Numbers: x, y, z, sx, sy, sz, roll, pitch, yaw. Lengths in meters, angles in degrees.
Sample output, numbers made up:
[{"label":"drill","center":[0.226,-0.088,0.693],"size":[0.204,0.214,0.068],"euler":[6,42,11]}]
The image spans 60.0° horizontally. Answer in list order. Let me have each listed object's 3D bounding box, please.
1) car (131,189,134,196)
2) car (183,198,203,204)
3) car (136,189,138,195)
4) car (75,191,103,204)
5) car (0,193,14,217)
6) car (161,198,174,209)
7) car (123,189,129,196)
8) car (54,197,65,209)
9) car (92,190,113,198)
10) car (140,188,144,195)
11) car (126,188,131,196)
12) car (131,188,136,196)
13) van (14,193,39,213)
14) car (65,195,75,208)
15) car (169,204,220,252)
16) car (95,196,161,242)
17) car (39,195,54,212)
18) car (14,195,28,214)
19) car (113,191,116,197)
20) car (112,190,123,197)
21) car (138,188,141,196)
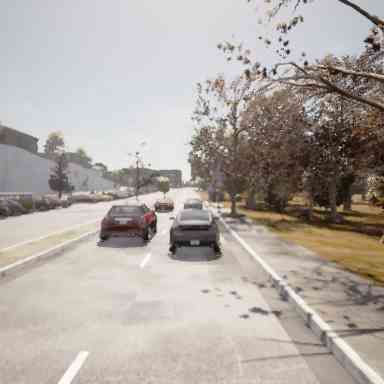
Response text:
[{"label":"car","center":[-16.833,0.683,78.823],"size":[4.674,1.452,2.002],"euler":[-1,1,-20]},{"label":"car","center":[0.098,1.317,32.219],"size":[2.033,1.411,5.357],"euler":[0,1,0]},{"label":"car","center":[-16.830,0.536,84.821],"size":[4.674,1.452,2.002],"euler":[-1,1,-20]},{"label":"car","center":[-16.820,1.088,51.804],"size":[4.792,1.488,2.163],"euler":[-1,0,-20]},{"label":"car","center":[-16.839,1.087,24.862],"size":[5.566,2.045,2.435],"euler":[-1,0,-20]},{"label":"car","center":[-2.902,1.327,35.733],"size":[1.895,1.301,4.718],"euler":[0,1,0]},{"label":"car","center":[-16.664,0.815,69.872],"size":[5.366,1.575,1.946],"euler":[-1,1,-20]},{"label":"car","center":[-16.849,1.255,36.780],"size":[4.674,1.452,2.002],"euler":[-1,1,-20]},{"label":"car","center":[-17.014,0.994,57.727],"size":[5.366,1.575,1.946],"euler":[-1,1,-20]},{"label":"car","center":[-16.796,0.289,93.835],"size":[4.792,1.488,2.163],"euler":[-1,1,-20]},{"label":"car","center":[-16.863,0.515,72.795],"size":[5.566,2.045,2.435],"euler":[-1,1,-20]},{"label":"car","center":[-16.861,0.444,81.807],"size":[4.553,1.767,2.185],"euler":[-1,1,-20]},{"label":"van","center":[-16.969,1.053,30.770],"size":[4.442,1.987,1.878],"euler":[-1,1,-20]},{"label":"car","center":[-16.827,1.213,39.798],"size":[4.792,1.488,2.163],"euler":[-1,0,-20]},{"label":"car","center":[0.099,1.454,13.778],"size":[1.837,1.490,4.892],"euler":[0,1,0]},{"label":"car","center":[-2.901,1.280,16.170],"size":[2.097,1.767,4.553],"euler":[0,0,0]},{"label":"car","center":[-16.828,1.120,33.806],"size":[4.553,1.767,2.185],"euler":[-1,1,-20]},{"label":"car","center":[-16.853,1.308,27.833],"size":[4.892,1.521,2.231],"euler":[-1,1,-20]},{"label":"car","center":[-16.845,0.997,60.800],"size":[4.674,1.452,2.002],"euler":[-1,0,-20]},{"label":"car","center":[-16.816,0.668,63.815],"size":[5.566,2.045,2.435],"euler":[-1,0,-20]},{"label":"car","center":[-16.819,0.419,87.820],"size":[5.008,1.535,2.097],"euler":[-1,2,-20]}]
